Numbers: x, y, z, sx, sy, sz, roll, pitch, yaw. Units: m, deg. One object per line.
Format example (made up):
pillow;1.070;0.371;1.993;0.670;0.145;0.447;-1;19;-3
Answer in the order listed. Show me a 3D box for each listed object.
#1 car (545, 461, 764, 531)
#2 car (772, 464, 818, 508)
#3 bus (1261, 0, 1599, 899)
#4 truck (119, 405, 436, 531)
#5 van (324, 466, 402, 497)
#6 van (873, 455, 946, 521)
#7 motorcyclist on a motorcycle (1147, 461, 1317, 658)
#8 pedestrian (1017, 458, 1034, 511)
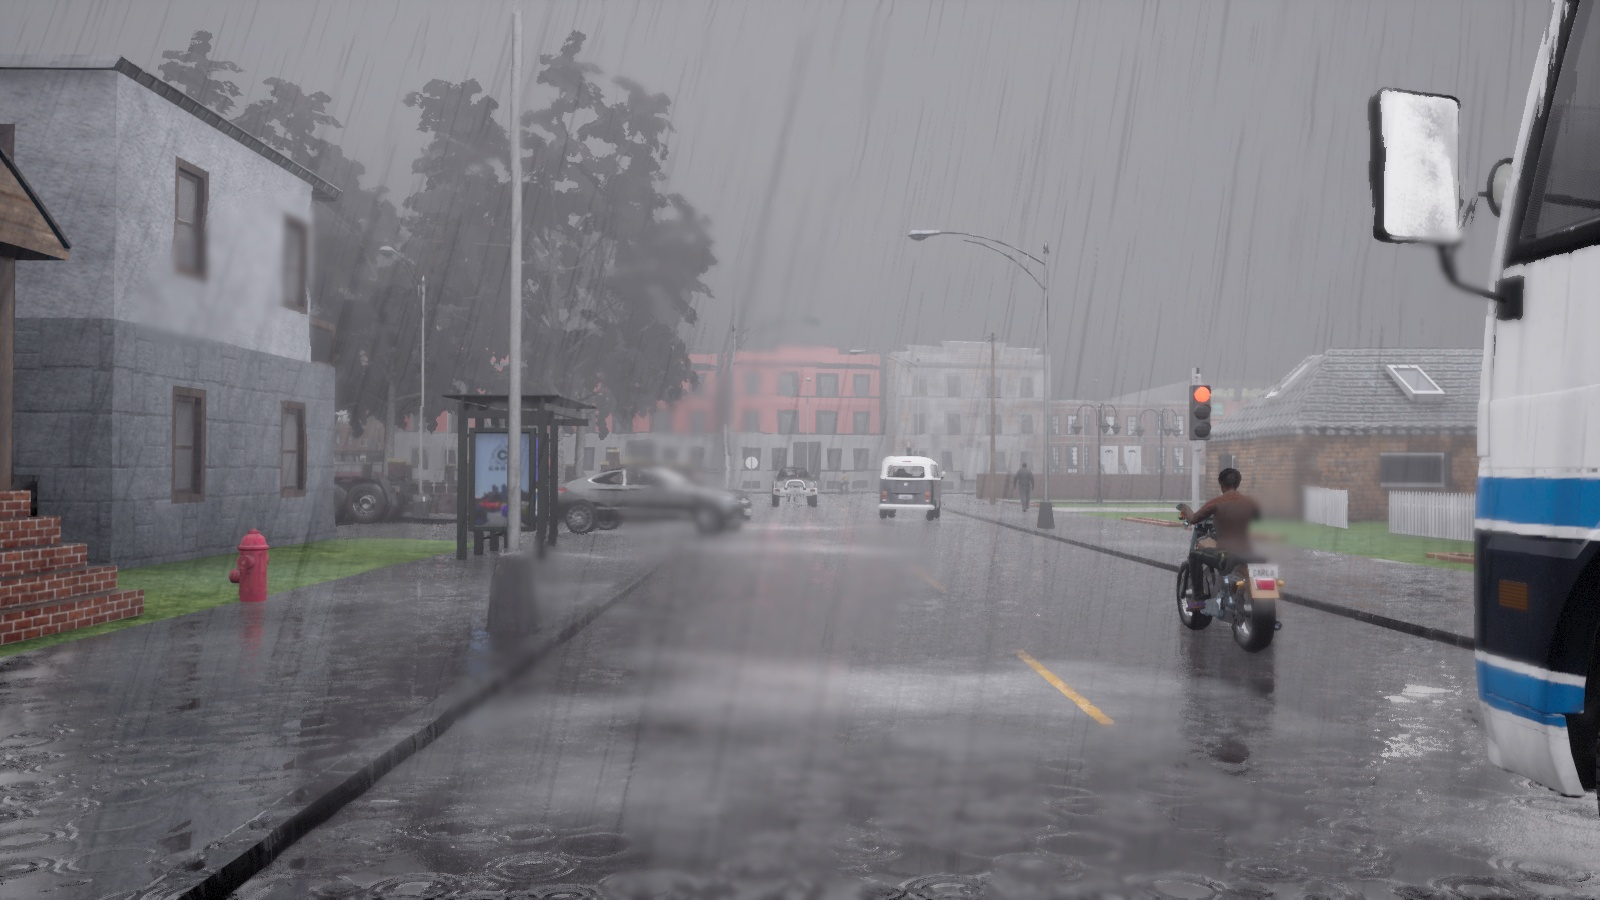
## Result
car;-3.607;1.134;31.453;5.027;1.651;2.152;0;-1;12
car;-0.262;1.567;55.802;1.932;1.855;4.605;0;-1;-2
bus;3.998;-0.572;0.333;3.944;4.253;10.273;0;-1;0
truck;-14.878;0.500;36.276;7.936;3.462;2.891;0;-1;-4
van;-28.225;2.041;81.259;4.442;1.987;1.775;0;-1;0
van;3.697;1.220;41.588;2.069;2.038;4.480;0;-1;9
motorcyclist on a motorcycle;3.954;0.946;11.733;0.766;1.649;2.350;0;-1;0
pedestrian;8.197;1.253;45.656;0.563;1.883;0.849;0;-1;14
